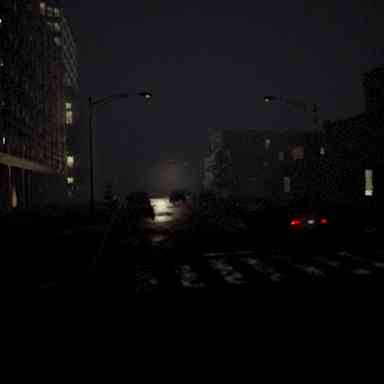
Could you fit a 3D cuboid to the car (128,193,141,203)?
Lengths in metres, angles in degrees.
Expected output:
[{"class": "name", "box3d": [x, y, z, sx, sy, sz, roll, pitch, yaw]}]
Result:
[{"class": "car", "box3d": [-8.792, 0.860, 50.388, 1.752, 1.417, 4.829, -1, 1, -11]}]

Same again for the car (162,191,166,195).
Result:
[{"class": "car", "box3d": [-4.811, 0.450, 73.886, 1.947, 1.339, 4.313, -1, 1, -11]}]

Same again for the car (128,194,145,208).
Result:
[{"class": "car", "box3d": [-6.716, 1.008, 39.683, 1.887, 1.381, 4.507, -1, 1, -11]}]

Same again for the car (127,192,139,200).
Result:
[{"class": "car", "box3d": [-10.930, 0.770, 61.426, 1.947, 1.339, 4.313, -1, 1, -11]}]

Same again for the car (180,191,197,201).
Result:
[{"class": "car", "box3d": [-0.630, 0.664, 52.311, 1.752, 1.417, 4.829, -1, 1, -11]}]

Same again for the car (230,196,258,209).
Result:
[{"class": "car", "box3d": [4.638, 0.994, 25.133, 1.752, 1.417, 4.829, -1, 1, -11]}]

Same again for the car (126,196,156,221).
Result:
[{"class": "car", "box3d": [-3.555, 1.214, 23.377, 2.008, 1.369, 4.403, -1, 1, -11]}]

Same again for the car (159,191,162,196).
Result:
[{"class": "car", "box3d": [-7.971, 0.278, 90.193, 1.802, 1.307, 4.206, -1, 1, -11]}]

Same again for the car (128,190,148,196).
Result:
[{"class": "car", "box3d": [-4.613, 0.911, 28.809, 2.192, 1.841, 5.009, -1, 1, -11]}]

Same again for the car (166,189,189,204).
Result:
[{"class": "car", "box3d": [-1.943, 0.778, 45.447, 1.837, 1.490, 4.892, -1, 1, -11]}]

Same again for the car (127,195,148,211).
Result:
[{"class": "car", "box3d": [-5.663, 1.080, 34.248, 2.008, 1.369, 4.403, -1, 1, -11]}]

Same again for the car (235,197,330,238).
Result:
[{"class": "car", "box3d": [4.057, 1.188, 15.374, 2.033, 1.411, 5.357, -1, 1, -13]}]

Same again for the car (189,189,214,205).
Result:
[{"class": "car", "box3d": [1.506, 0.586, 41.270, 2.192, 1.841, 5.009, -1, 1, -11]}]

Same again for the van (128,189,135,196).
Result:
[{"class": "van", "box3d": [-16.201, 0.230, 88.600, 1.690, 1.788, 3.998, -1, 1, -11]}]

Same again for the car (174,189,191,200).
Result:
[{"class": "car", "box3d": [-1.655, 0.391, 57.577, 2.192, 1.841, 5.009, -1, 1, -11]}]

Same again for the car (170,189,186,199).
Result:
[{"class": "car", "box3d": [-2.708, 0.327, 63.012, 2.192, 1.841, 5.009, -1, 1, -11]}]

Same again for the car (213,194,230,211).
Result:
[{"class": "car", "box3d": [3.618, 0.985, 30.403, 1.802, 1.307, 4.206, -1, 1, -11]}]
